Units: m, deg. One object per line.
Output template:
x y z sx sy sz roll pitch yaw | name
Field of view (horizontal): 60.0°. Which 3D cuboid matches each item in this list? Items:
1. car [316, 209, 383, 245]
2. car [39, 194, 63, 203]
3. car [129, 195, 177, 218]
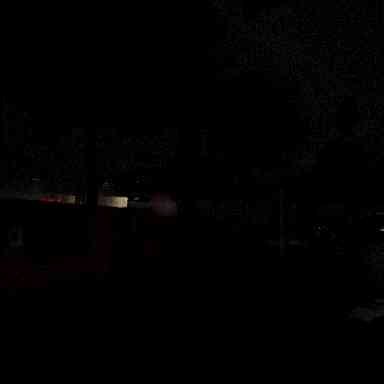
7.884 1.514 14.157 4.892 1.490 1.837 0 1 29 | car
-19.703 1.246 46.209 2.150 2.045 5.566 0 0 -36 | car
-3.561 1.247 29.370 2.150 2.045 5.566 0 0 -37 | car
